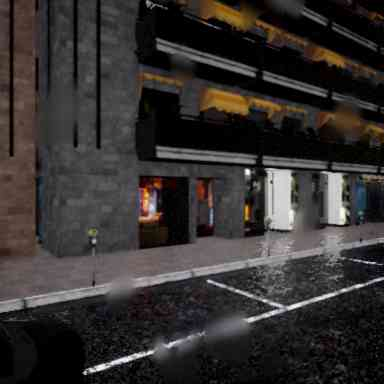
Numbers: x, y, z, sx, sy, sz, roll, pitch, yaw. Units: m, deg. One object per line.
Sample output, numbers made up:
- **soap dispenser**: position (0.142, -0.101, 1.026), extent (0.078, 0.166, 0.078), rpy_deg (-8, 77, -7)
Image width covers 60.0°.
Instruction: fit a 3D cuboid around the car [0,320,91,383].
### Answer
- **car**: position (-2.866, 1.509, 1.331), extent (4.892, 1.490, 1.837), rpy_deg (0, 0, -36)
